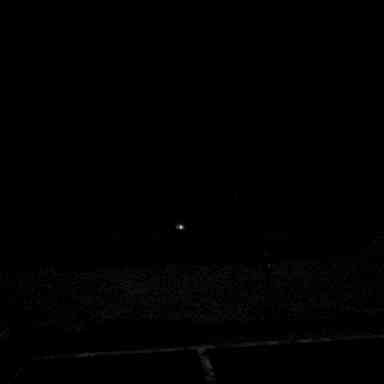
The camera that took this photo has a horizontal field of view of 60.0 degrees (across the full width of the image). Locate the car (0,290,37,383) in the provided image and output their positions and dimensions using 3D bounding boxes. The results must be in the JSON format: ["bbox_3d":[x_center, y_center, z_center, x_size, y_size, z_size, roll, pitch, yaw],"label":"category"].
[{"bbox_3d":[-4.048,1.675,3.558,4.097,1.590,1.967,-1,-3,-6],"label":"car"}]
